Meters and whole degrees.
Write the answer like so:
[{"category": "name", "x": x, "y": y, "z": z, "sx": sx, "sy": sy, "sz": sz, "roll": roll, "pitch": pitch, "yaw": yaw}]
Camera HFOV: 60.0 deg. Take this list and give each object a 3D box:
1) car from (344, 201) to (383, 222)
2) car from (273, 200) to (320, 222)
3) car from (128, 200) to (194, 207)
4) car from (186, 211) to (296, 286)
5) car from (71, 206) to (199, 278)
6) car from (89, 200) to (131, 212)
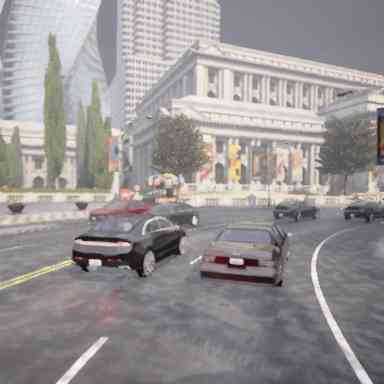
[{"category": "car", "x": 13.649, "y": 1.459, "z": 25.834, "sx": 4.892, "sy": 1.490, "sz": 1.837, "roll": 0, "pitch": 0, "yaw": -38}, {"category": "car", "x": 8.110, "y": 1.402, "z": 25.626, "sx": 4.892, "sy": 1.490, "sz": 1.837, "roll": 0, "pitch": 0, "yaw": -45}, {"category": "car", "x": -1.296, "y": 1.348, "z": 19.757, "sx": 1.837, "sy": 1.490, "sz": 4.892, "roll": 1, "pitch": 0, "yaw": 30}, {"category": "car", "x": 1.729, "y": 1.496, "z": 9.380, "sx": 2.033, "sy": 1.411, "sz": 5.357, "roll": 1, "pitch": 0, "yaw": 18}, {"category": "car", "x": -1.551, "y": 1.401, "z": 9.967, "sx": 2.128, "sy": 1.511, "sz": 4.902, "roll": 1, "pitch": 0, "yaw": 16}, {"category": "car", "x": -4.403, "y": 1.274, "z": 21.352, "sx": 1.882, "sy": 1.535, "sz": 5.008, "roll": 1, "pitch": 0, "yaw": 30}]
